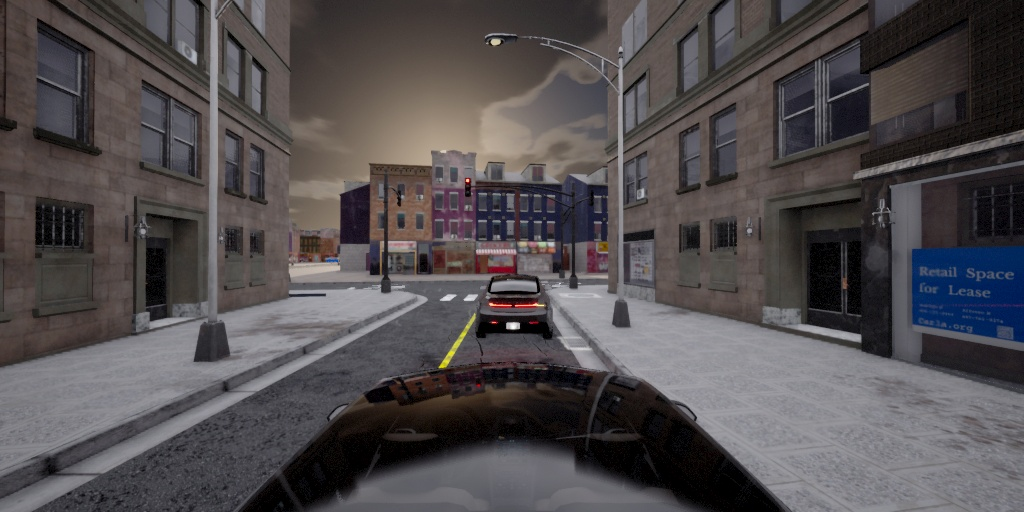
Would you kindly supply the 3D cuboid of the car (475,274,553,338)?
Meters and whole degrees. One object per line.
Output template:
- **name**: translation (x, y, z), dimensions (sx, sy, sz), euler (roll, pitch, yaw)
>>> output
- **car**: translation (0.096, 1.256, 10.129), dimensions (1.837, 1.490, 4.892), euler (0, 0, 2)
